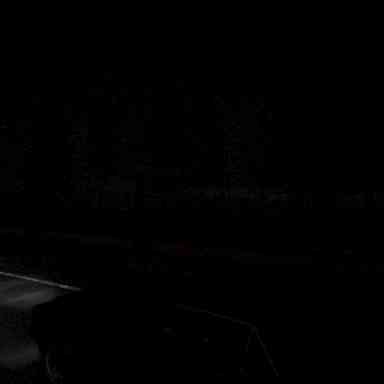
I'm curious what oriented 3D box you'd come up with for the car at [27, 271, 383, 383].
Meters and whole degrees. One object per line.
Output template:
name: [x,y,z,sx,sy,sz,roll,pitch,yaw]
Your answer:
car: [0.302,1.592,3.591,4.718,1.301,1.895,0,0,34]
